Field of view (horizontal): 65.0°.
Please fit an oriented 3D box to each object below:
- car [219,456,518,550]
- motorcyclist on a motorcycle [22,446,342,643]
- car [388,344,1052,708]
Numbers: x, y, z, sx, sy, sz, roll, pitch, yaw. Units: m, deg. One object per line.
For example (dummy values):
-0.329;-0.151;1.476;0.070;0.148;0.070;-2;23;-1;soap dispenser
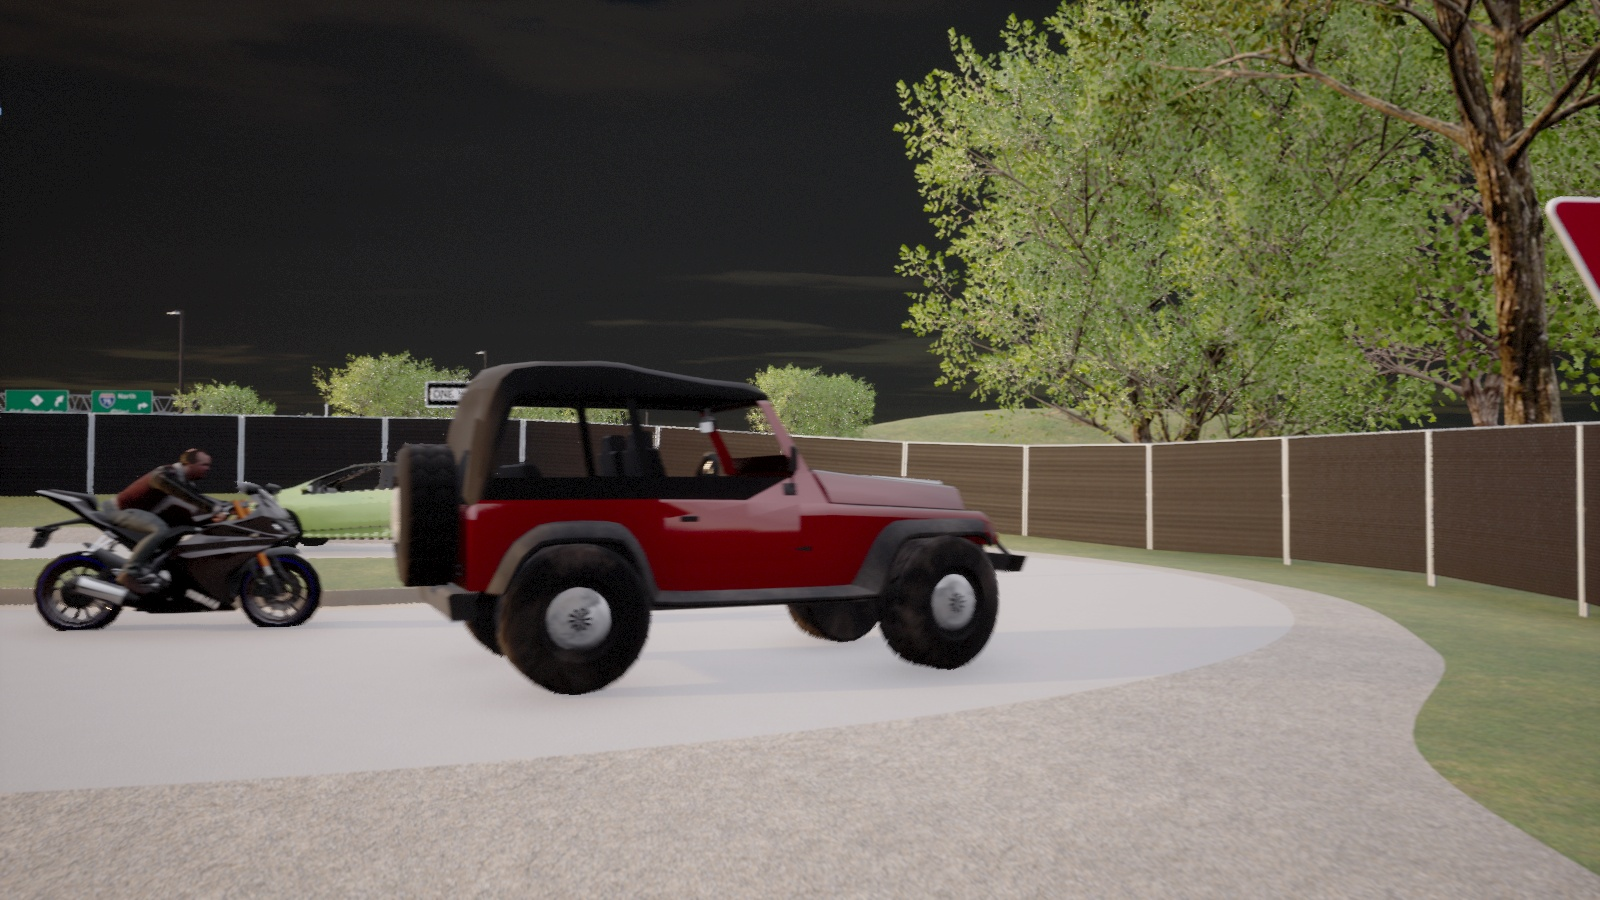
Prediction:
-7.352;0.916;21.816;4.514;1.525;2.007;1;-2;-4;car
-5.020;0.754;10.371;2.191;1.530;0.866;0;-2;-9;motorcyclist on a motorcycle
-0.548;0.436;8.129;3.866;1.878;1.905;1;-2;-23;car
